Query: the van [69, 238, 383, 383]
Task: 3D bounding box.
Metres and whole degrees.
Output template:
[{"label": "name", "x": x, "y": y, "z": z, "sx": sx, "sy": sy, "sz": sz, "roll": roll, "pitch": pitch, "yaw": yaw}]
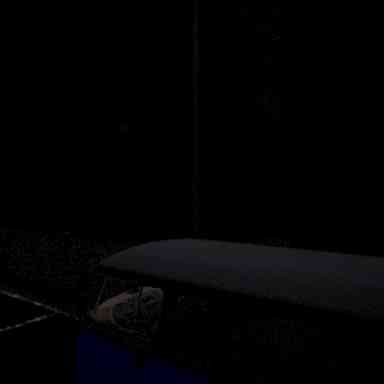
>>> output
[{"label": "van", "x": 0.813, "y": 1.342, "z": 2.379, "sx": 3.998, "sy": 1.788, "sz": 1.690, "roll": 0, "pitch": 0, "yaw": 36}]
